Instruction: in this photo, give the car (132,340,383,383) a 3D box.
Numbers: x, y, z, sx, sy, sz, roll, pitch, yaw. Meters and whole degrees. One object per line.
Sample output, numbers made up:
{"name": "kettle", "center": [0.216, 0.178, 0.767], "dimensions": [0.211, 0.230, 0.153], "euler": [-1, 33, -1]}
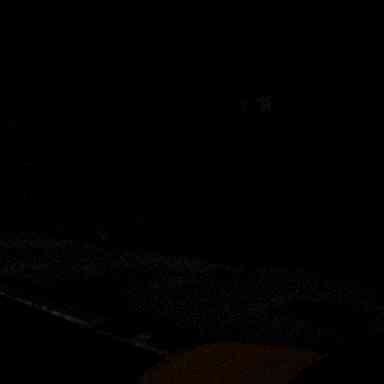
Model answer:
{"name": "car", "center": [1.533, 1.527, 1.719], "dimensions": [4.829, 1.417, 1.752], "euler": [0, 0, 35]}
